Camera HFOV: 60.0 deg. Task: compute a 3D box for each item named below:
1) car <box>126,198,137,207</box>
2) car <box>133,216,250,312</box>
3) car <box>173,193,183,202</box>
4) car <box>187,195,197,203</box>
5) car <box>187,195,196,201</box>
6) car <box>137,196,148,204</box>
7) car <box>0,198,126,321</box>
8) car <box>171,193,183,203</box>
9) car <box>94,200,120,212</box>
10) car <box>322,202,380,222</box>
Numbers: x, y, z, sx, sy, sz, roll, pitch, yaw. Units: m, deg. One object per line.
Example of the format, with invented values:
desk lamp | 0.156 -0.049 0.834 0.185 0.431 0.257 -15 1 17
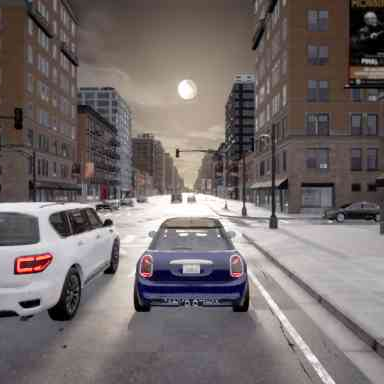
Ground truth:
car | -9.918 1.560 49.972 1.994 1.385 4.181 0 0 -1
car | -0.003 1.352 7.864 2.097 1.767 4.553 0 0 0
car | -3.354 1.212 80.382 2.150 2.045 5.566 0 0 0
car | -0.090 1.482 69.248 2.128 1.511 4.902 0 0 0
car | -0.104 1.453 79.697 1.895 1.301 4.718 0 0 0
car | -9.866 1.496 66.154 1.837 1.490 4.892 0 0 0
car | -3.158 1.222 7.407 2.150 2.045 5.566 0 0 0
car | -3.254 1.211 69.992 2.150 2.045 5.566 0 0 0
car | -9.900 1.599 39.136 1.895 1.301 4.718 0 0 0
car | 12.688 1.545 25.901 4.892 1.490 1.837 0 0 2
